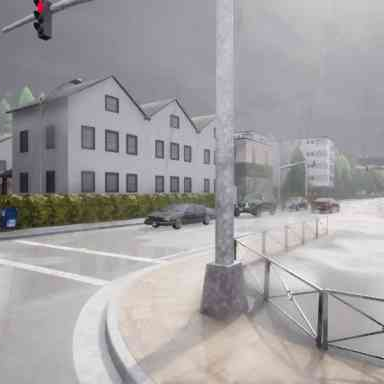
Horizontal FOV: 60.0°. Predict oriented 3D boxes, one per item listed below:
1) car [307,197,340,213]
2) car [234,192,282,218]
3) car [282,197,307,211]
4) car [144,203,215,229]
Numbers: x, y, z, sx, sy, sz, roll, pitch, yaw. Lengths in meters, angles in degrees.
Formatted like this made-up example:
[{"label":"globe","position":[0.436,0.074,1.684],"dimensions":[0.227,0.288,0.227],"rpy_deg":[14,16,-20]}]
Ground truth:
[{"label":"car","position":[13.528,1.289,33.600],"dimensions":[1.882,1.535,5.008],"rpy_deg":[0,0,35]},{"label":"car","position":[5.464,1.034,28.611],"dimensions":[2.150,2.045,5.566],"rpy_deg":[0,0,35]},{"label":"car","position":[11.531,1.304,37.094],"dimensions":[2.128,1.511,4.902],"rpy_deg":[0,0,36]},{"label":"car","position":[-0.499,1.360,20.198],"dimensions":[2.033,1.411,5.357],"rpy_deg":[0,0,35]}]
